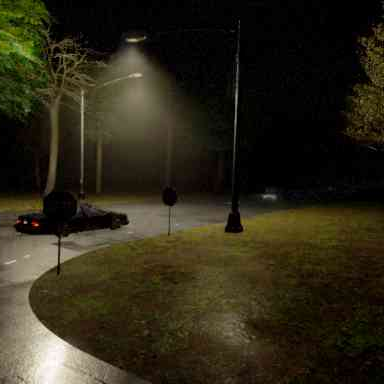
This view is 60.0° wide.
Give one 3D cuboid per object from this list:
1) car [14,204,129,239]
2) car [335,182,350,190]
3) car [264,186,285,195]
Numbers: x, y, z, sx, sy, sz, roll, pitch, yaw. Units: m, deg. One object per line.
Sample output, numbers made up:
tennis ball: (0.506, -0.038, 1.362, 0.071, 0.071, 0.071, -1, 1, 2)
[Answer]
car: (-5.544, 1.276, 16.073, 2.033, 1.411, 5.357, 4, 4, 36)
car: (37.624, -1.462, 82.083, 2.097, 1.767, 4.553, 4, 4, 35)
car: (13.609, -0.264, 54.771, 1.895, 1.301, 4.718, 4, 4, 35)
